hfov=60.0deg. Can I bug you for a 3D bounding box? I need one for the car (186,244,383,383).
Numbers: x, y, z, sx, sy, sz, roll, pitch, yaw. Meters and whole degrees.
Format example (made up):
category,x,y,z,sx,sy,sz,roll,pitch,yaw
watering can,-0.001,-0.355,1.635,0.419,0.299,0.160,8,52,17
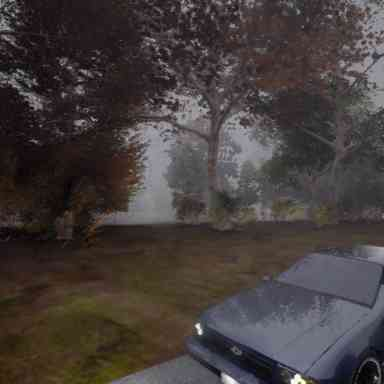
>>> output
category,x,y,z,sx,sy,sz,roll,pitch,yaw
car,2.530,1.563,4.980,5.357,1.411,2.033,0,0,-37
